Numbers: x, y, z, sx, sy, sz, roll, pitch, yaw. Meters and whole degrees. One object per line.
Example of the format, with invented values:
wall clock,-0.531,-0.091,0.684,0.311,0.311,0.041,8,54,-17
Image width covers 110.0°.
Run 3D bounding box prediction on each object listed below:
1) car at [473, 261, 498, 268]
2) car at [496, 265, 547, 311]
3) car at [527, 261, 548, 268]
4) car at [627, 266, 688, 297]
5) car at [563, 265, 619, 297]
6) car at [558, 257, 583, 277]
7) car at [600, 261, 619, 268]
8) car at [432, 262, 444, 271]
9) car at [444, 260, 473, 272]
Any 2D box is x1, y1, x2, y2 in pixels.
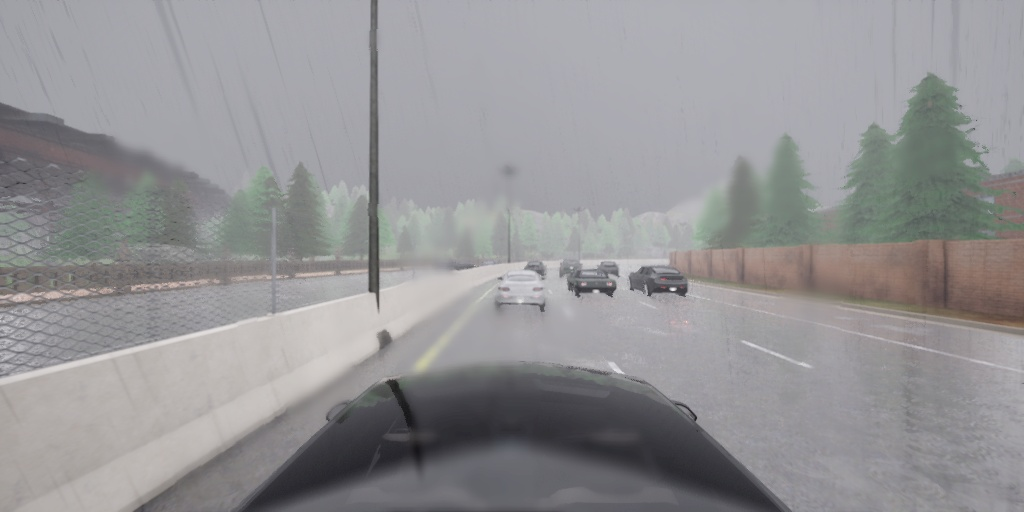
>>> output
car,-2.828,1.297,44.744,1.812,1.442,4.674,0,0,16
car,0.385,1.283,14.494,1.812,1.442,4.674,0,0,2
car,2.415,1.274,35.652,1.837,1.490,4.892,0,0,11
car,7.559,1.270,18.996,1.837,1.490,4.892,0,0,3
car,4.050,1.363,19.014,1.895,1.301,4.718,0,0,2
car,5.884,1.126,35.124,2.097,1.767,4.553,0,0,10
car,9.515,1.278,35.489,1.837,1.490,4.892,0,-1,12
car,-8.844,1.318,49.115,2.033,1.411,5.357,0,0,17
car,-6.367,1.371,45.136,1.895,1.301,4.718,0,0,16
